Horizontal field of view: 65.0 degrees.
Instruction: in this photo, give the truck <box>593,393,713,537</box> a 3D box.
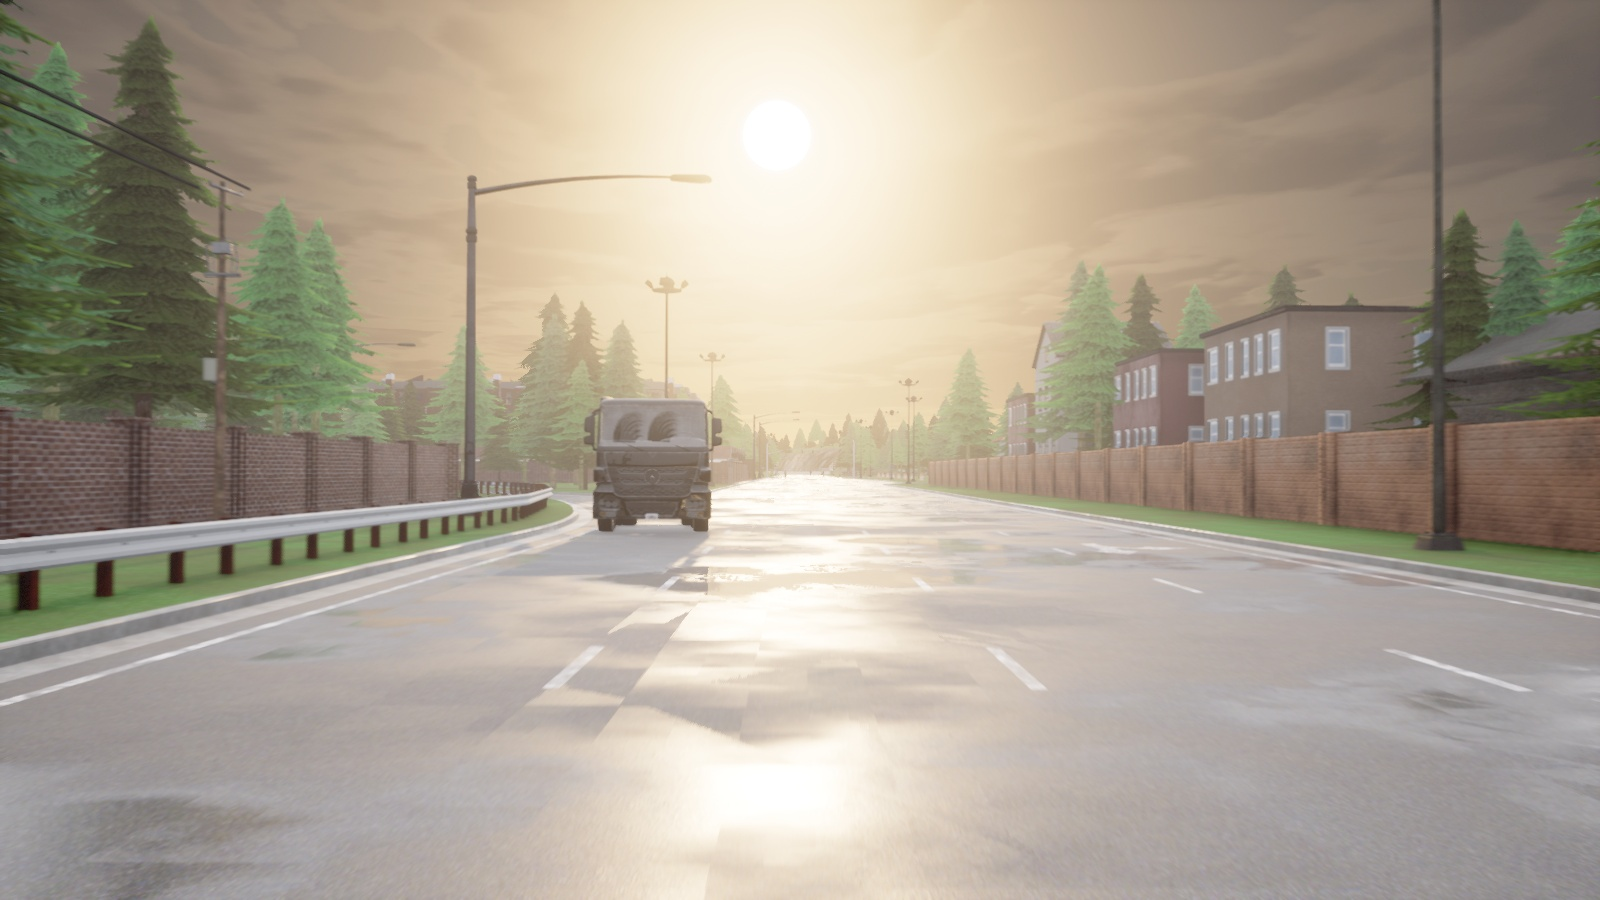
[{"bbox_3d":[-3.871,0.420,34.288,2.891,3.462,7.936,0,-1,-5],"label":"truck"}]
